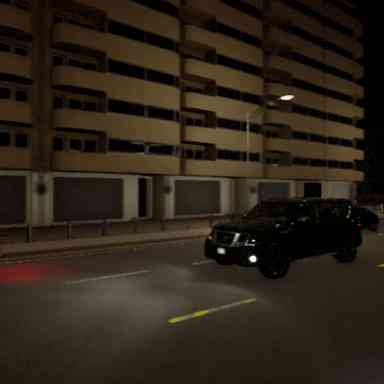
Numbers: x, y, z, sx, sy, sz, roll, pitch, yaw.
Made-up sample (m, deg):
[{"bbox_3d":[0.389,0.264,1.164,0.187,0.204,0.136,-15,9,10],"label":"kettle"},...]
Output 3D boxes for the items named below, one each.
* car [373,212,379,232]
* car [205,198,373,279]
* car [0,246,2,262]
[{"bbox_3d":[8.692,1.511,18.707,4.674,1.442,1.812,0,0,-35],"label":"car"},{"bbox_3d":[3.037,1.218,10.351,5.566,2.045,2.150,0,0,-35],"label":"car"},{"bbox_3d":[-7.116,1.482,7.514,4.902,1.511,2.128,0,0,-36],"label":"car"}]
